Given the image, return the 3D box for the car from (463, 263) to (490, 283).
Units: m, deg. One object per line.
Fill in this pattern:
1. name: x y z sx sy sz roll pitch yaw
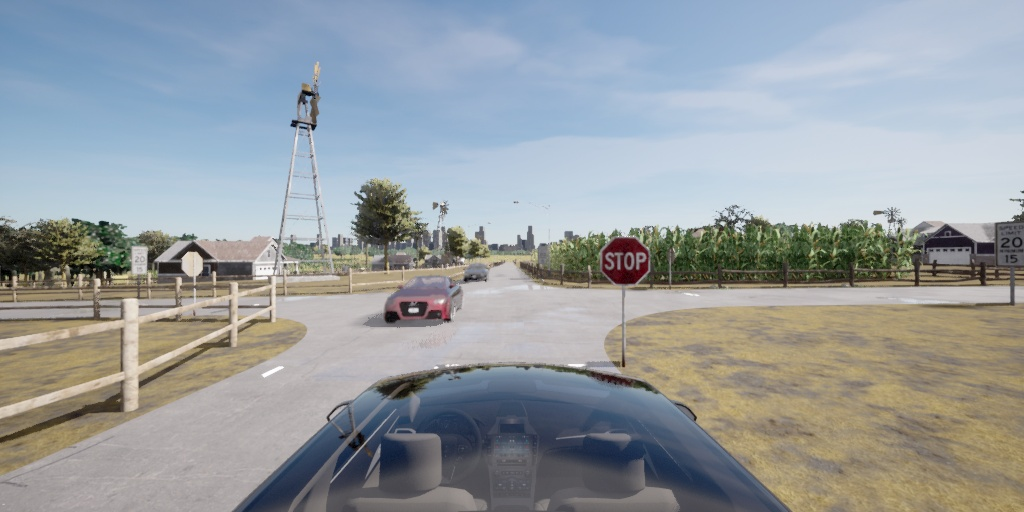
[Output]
1. car: -2.855 1.384 29.575 1.837 1.490 4.892 0 0 0

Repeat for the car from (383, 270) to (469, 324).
1. car: -2.803 1.357 12.150 1.994 1.385 4.181 -1 0 0
